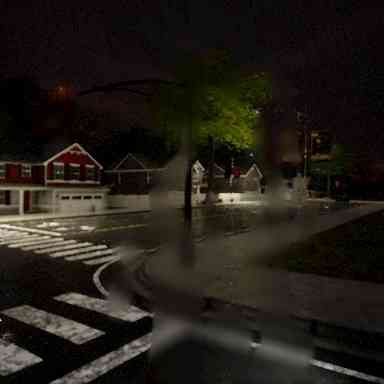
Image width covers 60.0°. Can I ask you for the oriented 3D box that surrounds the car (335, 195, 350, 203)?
[{"bbox_3d":[28.294,1.281,62.522,2.128,1.511,4.902,1,0,36],"label":"car"}]
